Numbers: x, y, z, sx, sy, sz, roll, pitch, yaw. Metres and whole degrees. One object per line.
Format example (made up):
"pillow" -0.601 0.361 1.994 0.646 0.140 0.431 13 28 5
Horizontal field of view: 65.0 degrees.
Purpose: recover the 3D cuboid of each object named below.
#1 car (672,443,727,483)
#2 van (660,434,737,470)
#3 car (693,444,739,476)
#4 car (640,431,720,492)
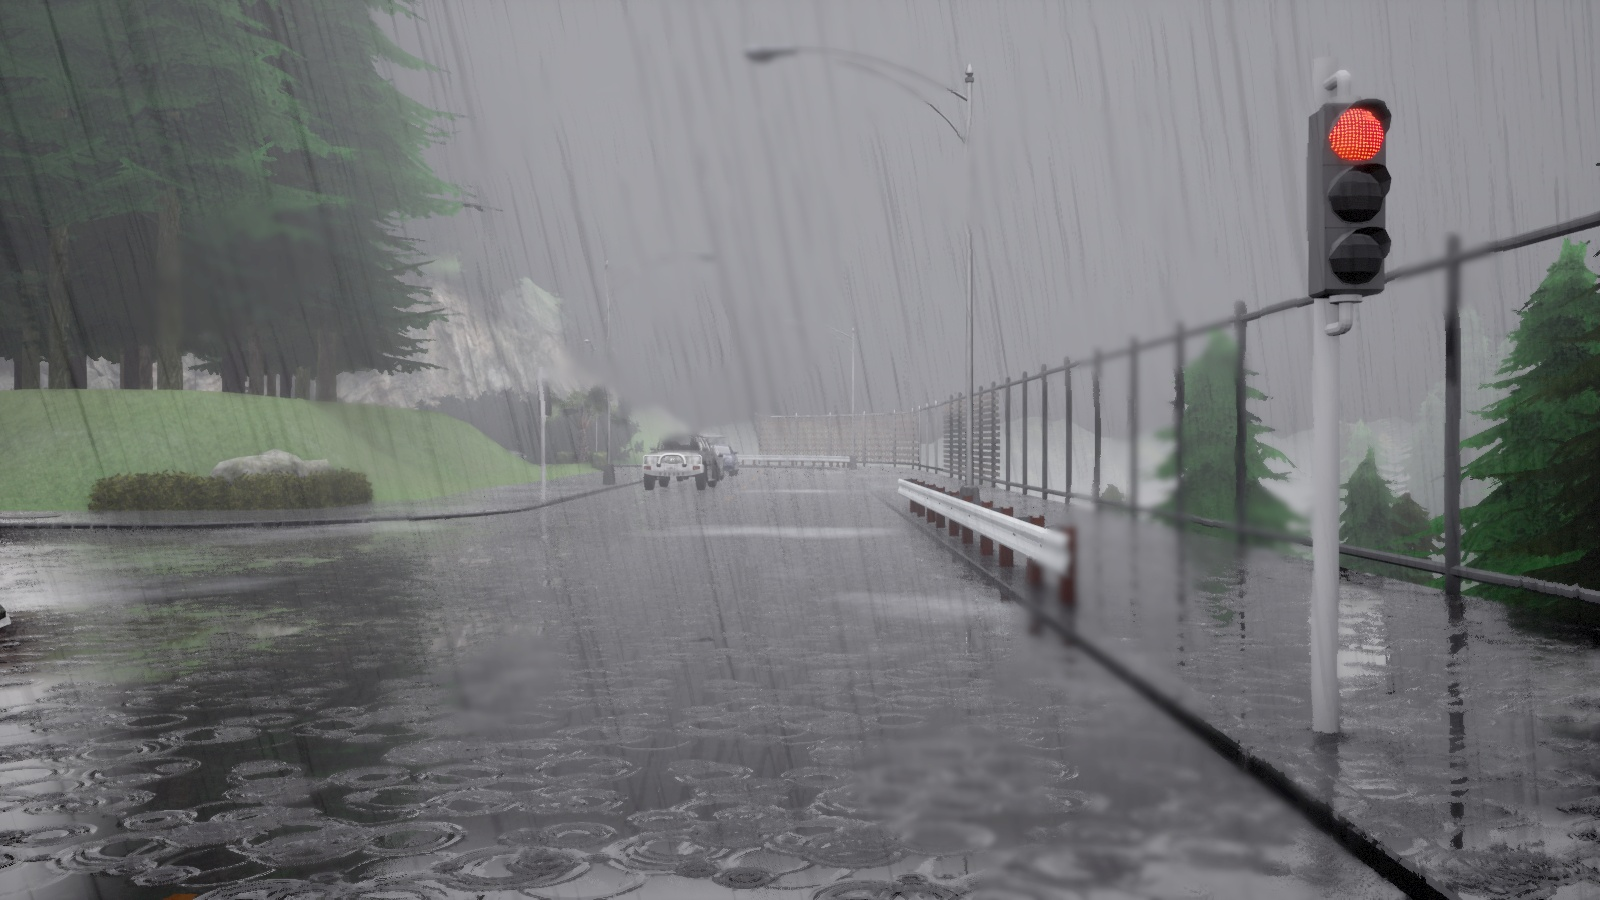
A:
"car" -3.912 0.478 49.425 1.845 1.501 3.633 0 0 0
"van" -5.709 0.098 70.423 4.442 1.987 1.775 0 0 43
"car" -3.869 0.439 58.518 1.812 1.442 4.674 0 0 0
"car" -3.834 0.330 40.803 1.932 1.855 4.605 0 0 3
